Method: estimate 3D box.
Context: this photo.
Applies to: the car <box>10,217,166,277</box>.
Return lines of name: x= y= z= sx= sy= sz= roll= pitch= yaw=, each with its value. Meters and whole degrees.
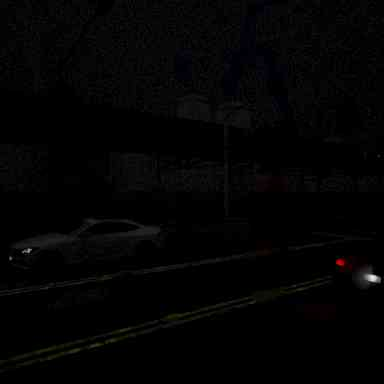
car: x=-3.042 y=1.526 z=10.422 sx=4.674 sy=1.442 sz=1.812 roll=0 pitch=0 yaw=-36

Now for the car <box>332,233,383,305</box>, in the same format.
car: x=4.967 y=1.564 z=7.317 sx=4.181 sy=1.385 sz=1.994 roll=0 pitch=0 yaw=-35
